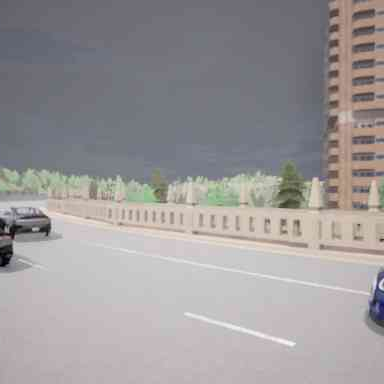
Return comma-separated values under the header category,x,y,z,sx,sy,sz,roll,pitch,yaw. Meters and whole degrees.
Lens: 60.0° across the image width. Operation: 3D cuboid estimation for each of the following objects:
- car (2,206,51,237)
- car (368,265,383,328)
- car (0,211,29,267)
category,x,y,z,sx,sy,sz,roll,pitch,yaw
car,-8.807,1.487,16.958,2.128,1.511,4.902,0,0,-43
car,5.114,1.388,4.775,4.553,1.767,2.097,0,0,34
car,-7.236,1.481,10.389,4.902,1.511,2.128,0,0,43
